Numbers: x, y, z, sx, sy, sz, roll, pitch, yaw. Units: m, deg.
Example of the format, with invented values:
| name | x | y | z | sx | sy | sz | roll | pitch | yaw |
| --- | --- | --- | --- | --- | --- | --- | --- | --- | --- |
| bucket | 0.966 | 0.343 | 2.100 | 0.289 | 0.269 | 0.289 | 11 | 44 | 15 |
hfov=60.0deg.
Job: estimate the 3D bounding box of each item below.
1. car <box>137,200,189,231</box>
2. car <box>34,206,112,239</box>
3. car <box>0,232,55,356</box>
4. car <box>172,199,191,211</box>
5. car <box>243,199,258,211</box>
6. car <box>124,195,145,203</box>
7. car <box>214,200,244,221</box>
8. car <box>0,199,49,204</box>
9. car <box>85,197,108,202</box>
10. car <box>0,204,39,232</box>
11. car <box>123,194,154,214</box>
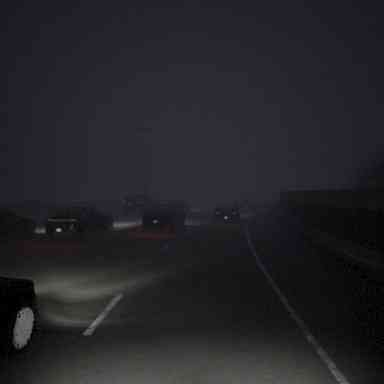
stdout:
| name | x | y | z | sx | sy | sz | roll | pitch | yaw |
| --- | --- | --- | --- | --- | --- | --- | --- | --- | --- |
| car | -1.688 | 1.502 | 21.070 | 1.882 | 1.535 | 5.008 | 0 | 0 | 8 |
| car | -5.730 | 1.504 | 17.421 | 2.128 | 1.511 | 4.902 | 0 | 0 | 7 |
| car | -3.288 | 1.476 | 3.038 | 1.882 | 1.535 | 5.008 | 0 | 0 | 1 |
| car | -1.452 | 1.539 | 38.261 | 2.128 | 1.511 | 4.902 | 0 | 0 | 16 |
| car | 7.186 | 1.593 | 42.471 | 1.812 | 1.442 | 4.674 | 0 | 0 | 18 |
| car | -12.016 | 1.498 | 69.762 | 2.128 | 1.511 | 4.902 | 0 | 0 | 24 |
| car | 2.991 | 1.638 | 27.252 | 1.895 | 1.301 | 4.718 | 0 | 0 | 11 |
| car | -17.044 | 1.494 | 34.618 | 1.882 | 1.535 | 5.008 | 0 | 0 | 13 |
| car | -18.438 | 1.637 | 64.057 | 1.895 | 1.301 | 4.718 | 0 | 0 | 22 |
| car | -9.428 | 1.530 | 15.852 | 1.812 | 1.442 | 4.674 | 0 | 0 | 6 |
| car | -5.612 | 1.259 | 36.449 | 2.150 | 2.045 | 5.566 | 0 | 0 | 14 |
